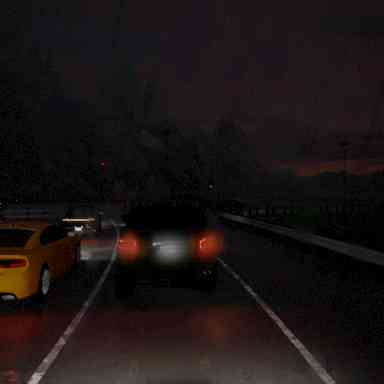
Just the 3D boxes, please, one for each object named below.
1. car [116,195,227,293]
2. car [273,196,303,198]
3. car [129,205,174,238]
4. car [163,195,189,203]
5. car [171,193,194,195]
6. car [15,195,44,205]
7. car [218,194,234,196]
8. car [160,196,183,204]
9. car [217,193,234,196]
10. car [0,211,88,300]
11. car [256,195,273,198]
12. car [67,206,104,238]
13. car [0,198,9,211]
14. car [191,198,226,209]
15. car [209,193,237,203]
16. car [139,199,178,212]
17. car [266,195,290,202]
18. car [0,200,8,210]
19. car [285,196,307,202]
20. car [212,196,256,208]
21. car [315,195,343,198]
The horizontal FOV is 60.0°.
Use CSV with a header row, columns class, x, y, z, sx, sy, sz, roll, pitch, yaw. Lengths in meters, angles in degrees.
class,x,y,z,sx,sy,sz,roll,pitch,yaw
car,-0.759,1.221,9.071,2.150,2.045,5.566,0,0,-7
car,19.339,1.477,66.204,5.008,1.535,1.882,0,0,-20
car,-2.512,1.547,19.111,2.033,1.411,5.357,0,0,-13
car,-3.305,1.478,69.081,5.008,1.535,1.882,0,0,-20
car,-0.540,1.223,47.618,5.566,2.045,2.150,0,0,-20
car,-29.130,1.352,59.721,4.553,1.767,2.097,0,0,-20
car,7.629,1.564,61.995,4.181,1.385,1.994,0,0,-20
car,-4.005,1.564,65.181,4.181,1.385,1.994,0,0,-20
car,5.875,1.547,68.725,5.357,1.411,2.033,0,0,-20
car,-4.167,1.478,8.343,1.882,1.535,5.008,0,0,-6
car,14.635,1.355,71.923,4.553,1.767,2.097,0,0,-20
car,-5.773,1.492,17.586,2.128,1.511,4.902,0,0,-14
car,-24.369,1.494,38.888,4.902,1.511,2.128,0,0,-20
car,2.221,1.564,44.903,4.181,1.385,1.994,0,0,-20
car,6.750,1.225,72.761,5.566,2.045,2.150,0,0,-20
car,-3.905,1.566,38.931,4.181,1.385,1.994,0,0,-20
car,20.050,1.540,77.684,5.357,1.411,2.033,0,0,-20
car,-23.165,1.226,35.602,5.566,2.045,2.150,0,0,-20
car,23.536,1.595,75.325,4.718,1.301,1.895,0,0,-23
car,4.394,1.506,38.244,4.892,1.490,1.837,-1,0,-20
car,28.882,1.553,70.090,4.181,1.385,1.994,0,0,-23
